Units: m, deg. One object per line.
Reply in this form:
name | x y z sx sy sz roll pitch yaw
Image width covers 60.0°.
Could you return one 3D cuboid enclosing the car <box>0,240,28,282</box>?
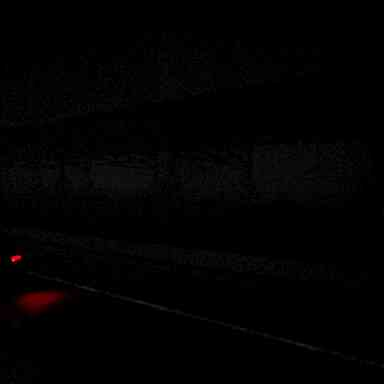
car | -6.361 1.558 8.523 5.357 1.411 2.033 0 0 36
